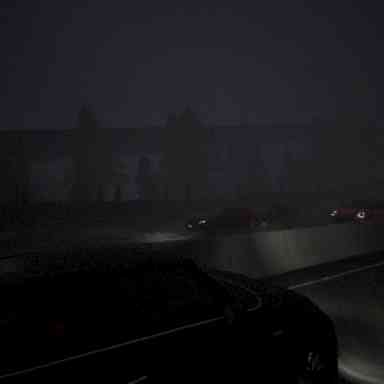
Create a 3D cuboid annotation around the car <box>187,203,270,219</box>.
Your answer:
[{"bbox_3d":[1.814,1.447,18.144,4.674,1.442,1.812,0,0,-35],"label":"car"}]

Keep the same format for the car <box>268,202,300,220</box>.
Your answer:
[{"bbox_3d":[6.366,1.441,25.604,4.181,1.385,1.994,-1,0,-36],"label":"car"}]

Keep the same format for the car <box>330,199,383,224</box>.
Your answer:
[{"bbox_3d":[10.272,1.217,19.794,4.553,1.767,2.097,-1,1,-35],"label":"car"}]

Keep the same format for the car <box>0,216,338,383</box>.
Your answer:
[{"bbox_3d":[-0.552,1.343,3.352,4.553,1.767,2.097,0,0,-36],"label":"car"}]
